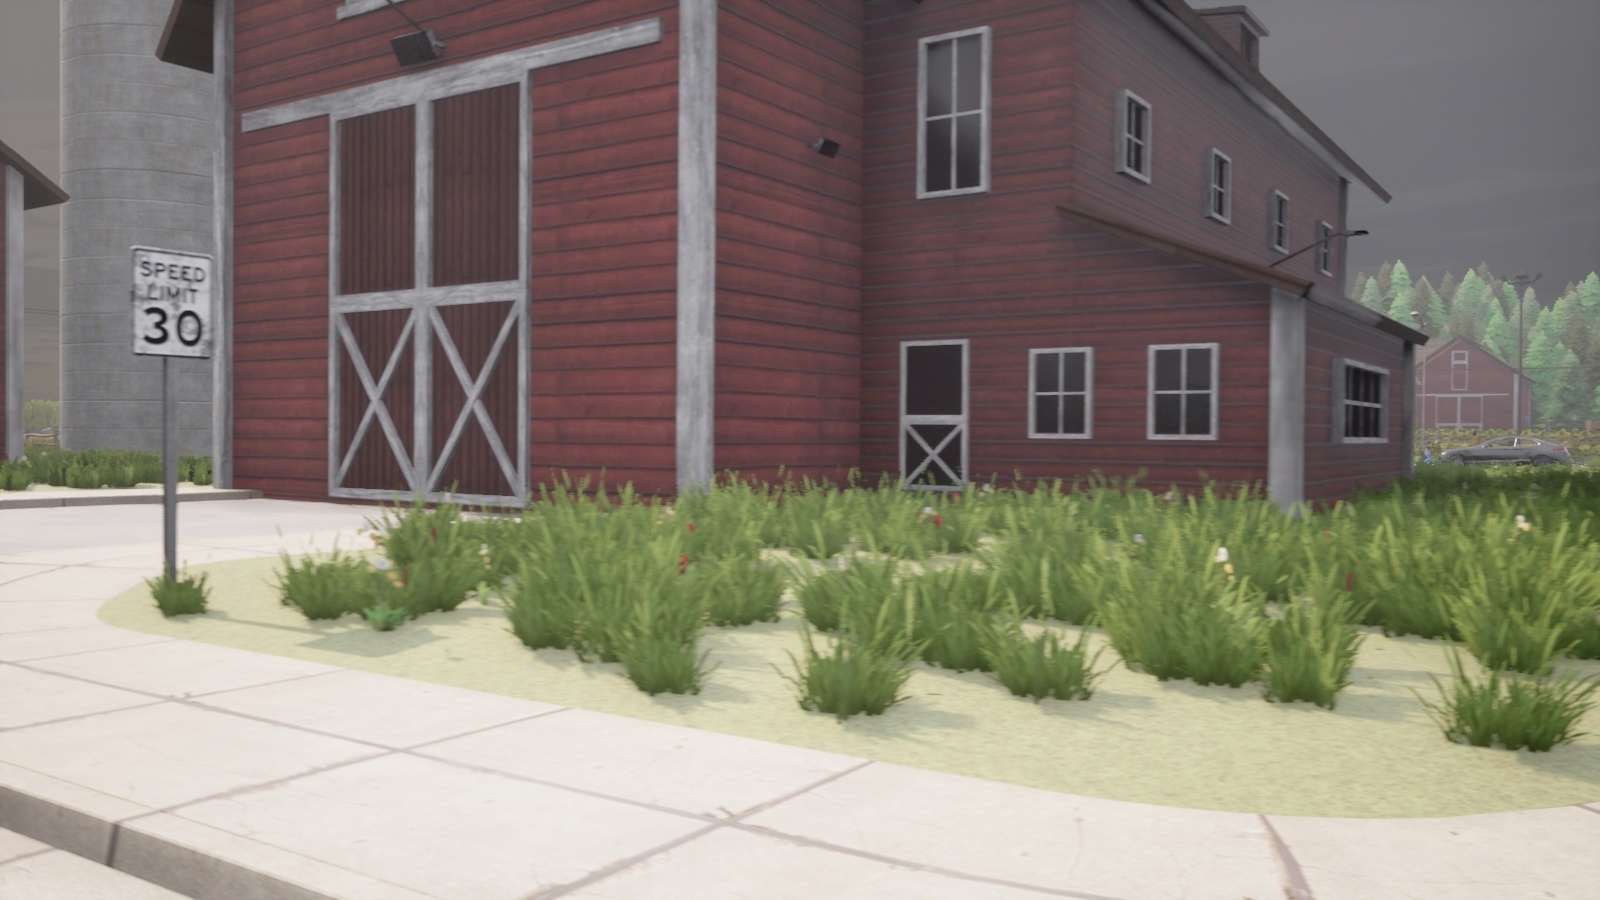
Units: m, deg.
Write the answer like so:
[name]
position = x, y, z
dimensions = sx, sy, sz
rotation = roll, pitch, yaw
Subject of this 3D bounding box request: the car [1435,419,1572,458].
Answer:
[car]
position = 30.574, -0.496, 54.609
dimensions = 5.027, 1.651, 2.152
rotation = 0, 1, 34
